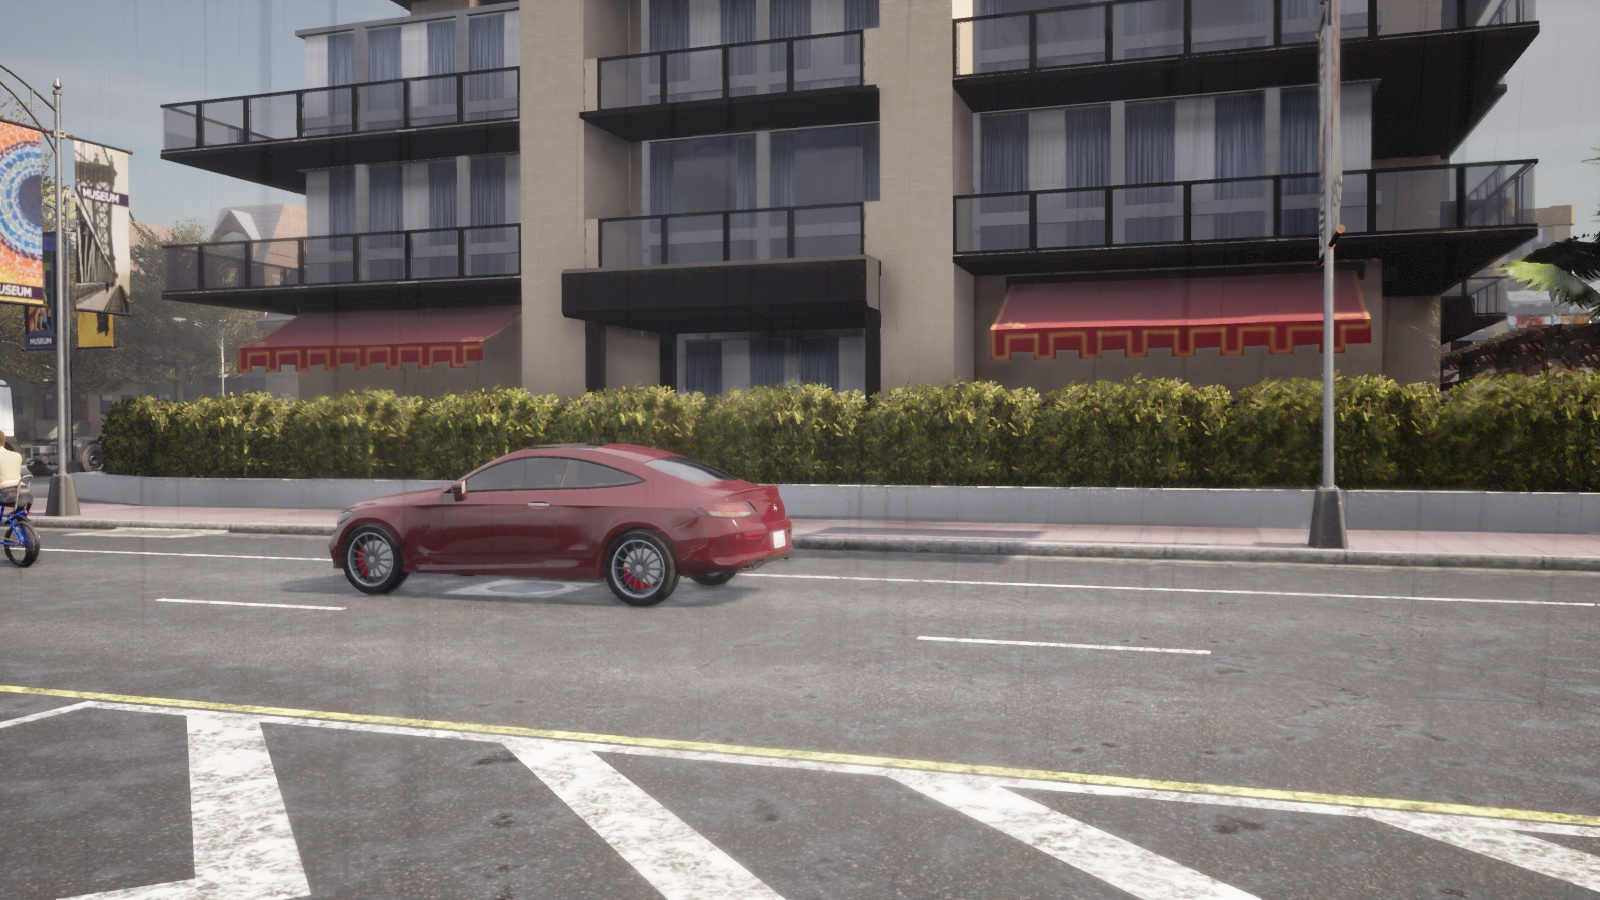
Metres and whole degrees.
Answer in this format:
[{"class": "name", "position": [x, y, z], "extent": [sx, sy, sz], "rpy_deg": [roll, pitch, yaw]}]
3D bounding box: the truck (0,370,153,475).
[{"class": "truck", "position": [-26.963, -0.961, 43.958], "extent": [2.891, 3.462, 7.936], "rpy_deg": [1, 1, 18]}]

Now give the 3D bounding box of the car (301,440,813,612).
[{"class": "car", "position": [-2.382, 0.645, 12.406], "extent": [4.674, 1.442, 1.812], "rpy_deg": [1, 1, 19]}]

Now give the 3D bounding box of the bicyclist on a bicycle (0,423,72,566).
[{"class": "bicyclist on a bicycle", "position": [-9.546, 0.490, 14.820], "extent": [1.509, 1.612, 0.866], "rpy_deg": [1, 1, 19]}]
